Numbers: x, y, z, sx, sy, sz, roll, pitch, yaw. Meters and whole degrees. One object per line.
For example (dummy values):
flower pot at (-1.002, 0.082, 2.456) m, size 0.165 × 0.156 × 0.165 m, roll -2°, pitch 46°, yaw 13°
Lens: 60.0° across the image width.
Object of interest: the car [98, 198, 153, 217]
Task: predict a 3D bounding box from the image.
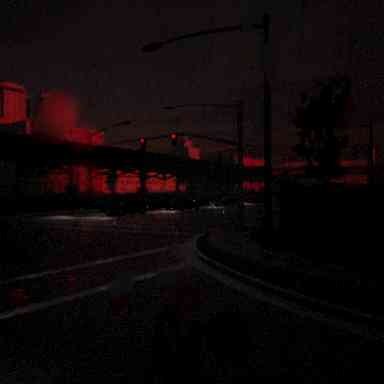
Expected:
car at (-6.636, 1.618, 33.692) m, size 1.837 × 1.490 × 4.892 m, roll -1°, pitch 0°, yaw 37°

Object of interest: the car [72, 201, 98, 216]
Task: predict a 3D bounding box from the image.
car at (-10.203, 1.696, 34.779) m, size 1.812 × 1.442 × 4.674 m, roll -1°, pitch 0°, yaw 37°

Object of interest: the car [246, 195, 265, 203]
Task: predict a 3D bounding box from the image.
car at (11.103, 1.168, 57.097) m, size 2.033 × 1.411 × 5.357 m, roll -1°, pitch 1°, yaw 38°

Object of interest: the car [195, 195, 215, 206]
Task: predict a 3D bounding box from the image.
car at (0.833, 1.260, 49.377) m, size 2.097 × 1.767 × 4.553 m, roll -1°, pitch 1°, yaw 37°

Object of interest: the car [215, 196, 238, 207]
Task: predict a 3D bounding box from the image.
car at (5.113, 1.349, 49.233) m, size 1.812 × 1.442 × 4.674 m, roll -1°, pitch 1°, yaw 37°

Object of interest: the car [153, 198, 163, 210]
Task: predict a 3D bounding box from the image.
car at (-4.683, 1.546, 42.082) m, size 2.128 × 1.511 × 4.902 m, roll -1°, pitch 0°, yaw 37°

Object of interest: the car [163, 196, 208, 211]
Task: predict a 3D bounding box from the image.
car at (-0.764, 1.538, 41.464) m, size 2.033 × 1.411 × 5.357 m, roll -1°, pitch 0°, yaw 37°
